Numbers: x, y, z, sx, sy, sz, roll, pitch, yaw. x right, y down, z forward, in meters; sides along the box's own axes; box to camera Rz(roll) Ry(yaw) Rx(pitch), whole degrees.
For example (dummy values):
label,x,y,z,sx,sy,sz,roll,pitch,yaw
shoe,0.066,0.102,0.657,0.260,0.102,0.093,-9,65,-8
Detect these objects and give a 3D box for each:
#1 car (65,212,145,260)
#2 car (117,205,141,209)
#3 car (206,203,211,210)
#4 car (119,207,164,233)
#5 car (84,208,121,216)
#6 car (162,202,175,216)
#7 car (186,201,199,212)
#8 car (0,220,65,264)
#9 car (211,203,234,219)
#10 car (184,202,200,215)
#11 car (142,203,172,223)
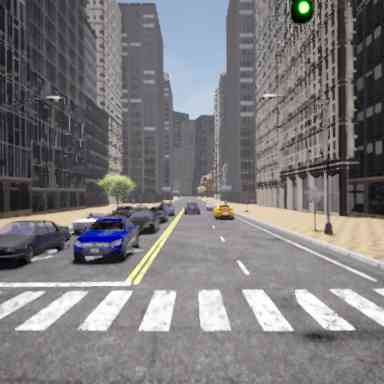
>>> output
label,x,y,z,sx,sy,sz,roll,pitch,yaw
car,-3.332,1.792,13.729,1.812,1.442,4.674,-1,-1,0
car,-6.480,2.090,32.207,1.837,1.490,4.892,-1,-1,0
car,3.400,2.494,58.237,1.895,1.301,4.718,-1,-1,0
car,-3.306,1.968,22.472,1.994,1.385,4.181,-1,-1,1
car,-6.561,2.042,22.885,1.895,1.301,4.718,-1,-1,0
car,-3.212,2.049,41.352,2.097,1.767,4.553,-1,-1,0
car,0.055,2.365,54.835,2.128,1.511,4.902,-1,-1,0
car,-6.577,1.837,13.300,2.033,1.411,5.357,-1,-1,0
car,3.385,2.031,36.092,1.882,1.535,5.008,-1,-1,0
car,0.043,2.072,44.805,2.097,1.767,4.553,-1,-1,0
car,-3.242,2.063,31.062,1.812,1.442,4.674,-1,-1,1
